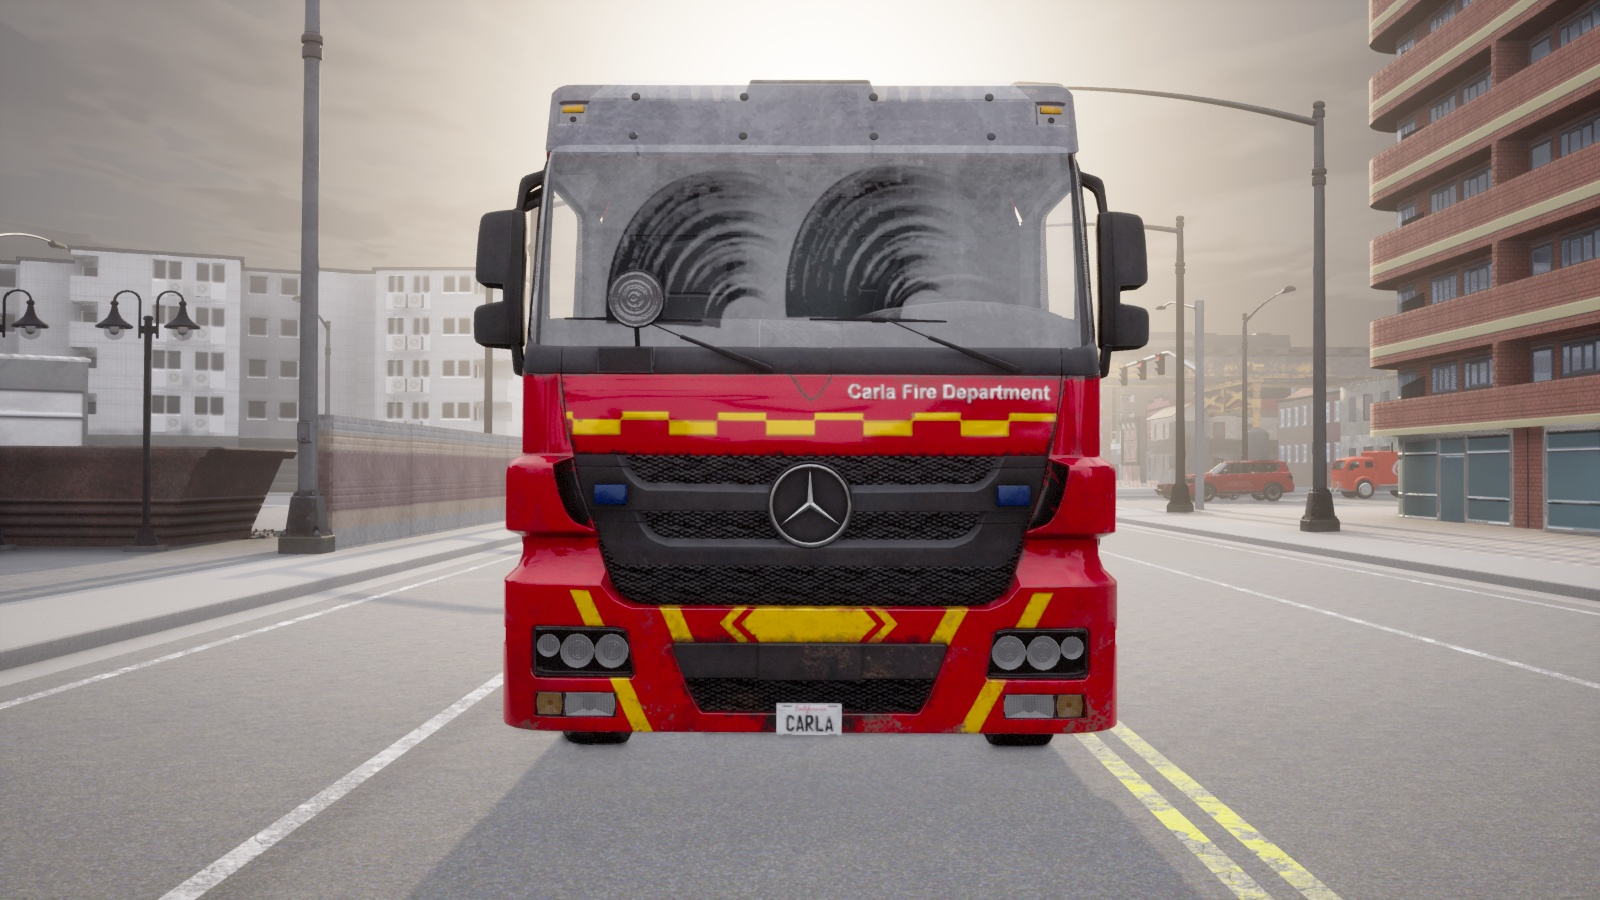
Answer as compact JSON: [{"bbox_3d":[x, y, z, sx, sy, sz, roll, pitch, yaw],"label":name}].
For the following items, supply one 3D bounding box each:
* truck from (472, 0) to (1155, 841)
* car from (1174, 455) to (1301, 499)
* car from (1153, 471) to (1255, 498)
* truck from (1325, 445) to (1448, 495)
[{"bbox_3d":[0.070,-0.190,9.582,2.891,3.827,8.468,0,-1,0],"label":"truck"},{"bbox_3d":[21.796,1.356,62.725,5.566,2.045,2.150,-1,-1,2],"label":"car"},{"bbox_3d":[21.271,1.809,66.245,4.718,1.301,1.895,-1,-1,1],"label":"car"},{"bbox_3d":[30.774,1.042,66.015,5.204,2.467,2.627,-1,-1,1],"label":"truck"}]
